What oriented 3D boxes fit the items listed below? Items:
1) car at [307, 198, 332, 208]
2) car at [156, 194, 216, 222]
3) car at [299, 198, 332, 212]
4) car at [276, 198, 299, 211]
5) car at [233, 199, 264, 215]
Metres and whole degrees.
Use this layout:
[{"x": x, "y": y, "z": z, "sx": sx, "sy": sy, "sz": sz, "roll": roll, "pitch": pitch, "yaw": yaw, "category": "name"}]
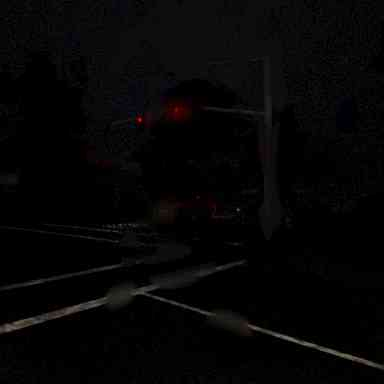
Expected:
[{"x": 18.870, "y": 1.599, "z": 49.126, "sx": 1.895, "sy": 1.301, "sz": 4.718, "roll": 0, "pitch": 0, "yaw": 41, "category": "car"}, {"x": -0.349, "y": 1.220, "z": 26.995, "sx": 2.150, "sy": 2.045, "sz": 5.566, "roll": 0, "pitch": 0, "yaw": 41, "category": "car"}, {"x": 14.739, "y": 1.490, "z": 38.746, "sx": 2.128, "sy": 1.511, "sz": 4.902, "roll": 0, "pitch": 0, "yaw": 41, "category": "car"}, {"x": 12.245, "y": 1.524, "z": 41.512, "sx": 1.812, "sy": 1.442, "sz": 4.674, "roll": 0, "pitch": 0, "yaw": 41, "category": "car"}, {"x": 6.154, "y": 1.490, "z": 34.487, "sx": 2.128, "sy": 1.511, "sz": 4.902, "roll": 0, "pitch": 0, "yaw": 41, "category": "car"}]
